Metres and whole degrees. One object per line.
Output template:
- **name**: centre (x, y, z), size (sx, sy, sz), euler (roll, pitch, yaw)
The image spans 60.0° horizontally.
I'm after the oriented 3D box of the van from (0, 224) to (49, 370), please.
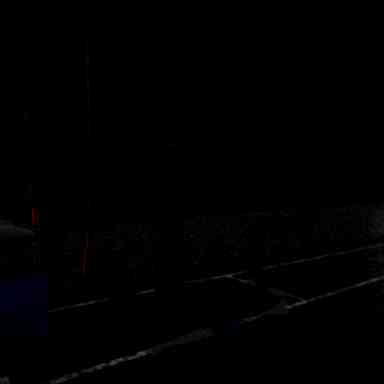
- **van**: centre (-3.832, 1.343, 3.928), size (3.998, 1.788, 1.690), euler (0, -1, -36)
